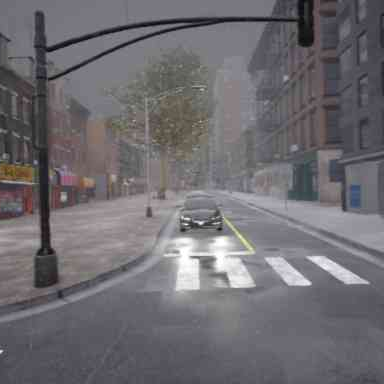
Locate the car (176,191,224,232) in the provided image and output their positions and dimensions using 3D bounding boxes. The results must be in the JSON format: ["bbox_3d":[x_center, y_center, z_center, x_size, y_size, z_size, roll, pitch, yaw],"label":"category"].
[{"bbox_3d":[0.361,0.937,16.005,1.837,1.490,4.892,-2,2,0],"label":"car"}]

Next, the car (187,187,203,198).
[{"bbox_3d":[0.379,0.032,47.008,2.128,1.511,4.902,-2,1,0],"label":"car"}]

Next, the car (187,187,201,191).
[{"bbox_3d":[0.336,0.615,26.845,1.812,1.442,4.674,-2,2,1],"label":"car"}]
